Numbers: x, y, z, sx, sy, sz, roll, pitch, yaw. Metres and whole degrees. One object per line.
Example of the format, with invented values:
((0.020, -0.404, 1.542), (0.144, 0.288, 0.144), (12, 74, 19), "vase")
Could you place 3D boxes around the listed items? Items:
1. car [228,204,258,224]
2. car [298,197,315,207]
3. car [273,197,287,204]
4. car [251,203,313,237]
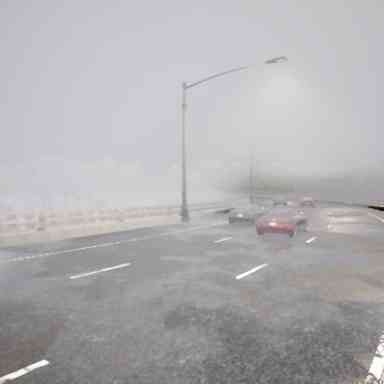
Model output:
((4.135, 1.524, 23.846), (1.994, 1.385, 4.181), (0, 0, 27), "car")
((16.877, 1.457, 49.134), (1.812, 1.442, 4.674), (0, 0, 12), "car")
((14.277, 1.482, 54.089), (1.994, 1.385, 4.181), (0, 0, 10), "car")
((4.999, 1.536, 18.072), (1.994, 1.385, 4.181), (0, 0, 30), "car")
